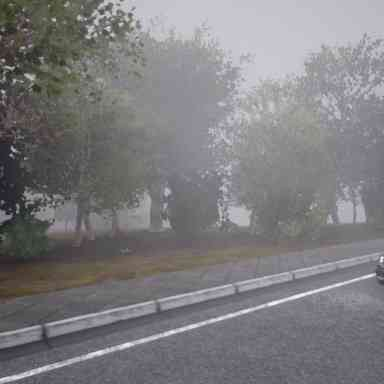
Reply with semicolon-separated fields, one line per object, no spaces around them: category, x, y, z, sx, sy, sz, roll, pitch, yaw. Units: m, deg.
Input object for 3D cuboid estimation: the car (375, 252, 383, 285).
car;6.419;1.538;8.234;4.674;1.442;1.812;0;0;-35
